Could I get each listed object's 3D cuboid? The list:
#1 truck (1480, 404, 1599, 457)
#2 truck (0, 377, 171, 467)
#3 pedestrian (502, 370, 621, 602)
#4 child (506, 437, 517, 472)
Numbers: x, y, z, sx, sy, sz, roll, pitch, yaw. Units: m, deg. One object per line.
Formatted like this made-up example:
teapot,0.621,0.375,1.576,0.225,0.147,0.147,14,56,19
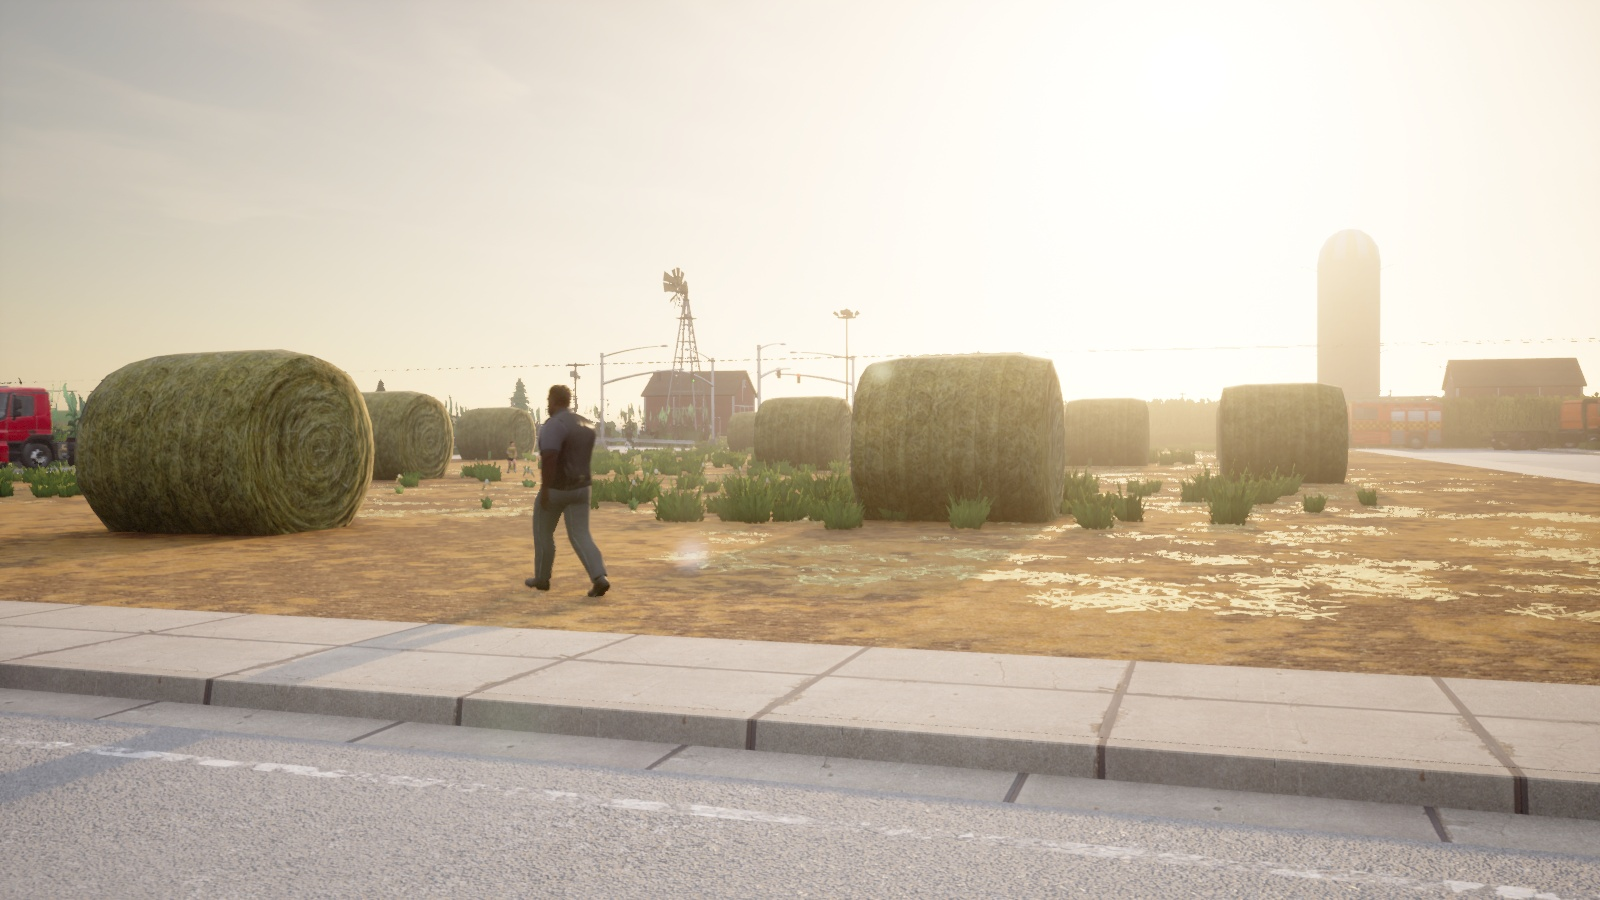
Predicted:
truck,50.286,-1.320,84.181,7.936,3.462,2.891,0,1,-5
truck,-30.596,-1.143,52.347,2.891,3.462,7.936,1,1,21
pedestrian,-2.034,0.285,10.681,0.849,1.883,0.563,1,1,36
child,-9.300,0.148,40.518,0.255,1.110,0.394,0,1,-28
